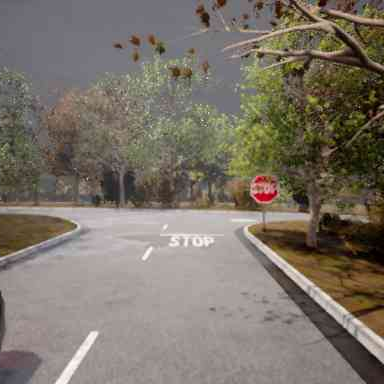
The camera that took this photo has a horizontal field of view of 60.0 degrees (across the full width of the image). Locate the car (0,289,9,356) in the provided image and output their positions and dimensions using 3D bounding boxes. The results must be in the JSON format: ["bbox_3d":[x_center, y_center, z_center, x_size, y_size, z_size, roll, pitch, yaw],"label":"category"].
[{"bbox_3d":[-3.079,1.465,1.906,2.128,1.511,4.902,0,1,0],"label":"car"}]
